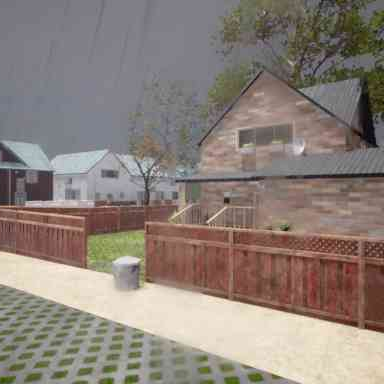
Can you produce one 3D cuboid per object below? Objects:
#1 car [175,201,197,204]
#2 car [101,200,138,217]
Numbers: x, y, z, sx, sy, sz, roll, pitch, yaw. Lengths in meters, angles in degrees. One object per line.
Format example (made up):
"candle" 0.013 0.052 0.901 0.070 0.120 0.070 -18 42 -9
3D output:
"car" -1.001 1.806 39.172 2.128 1.511 4.902 0 0 37
"car" -6.970 1.574 31.203 2.097 1.767 4.553 0 -1 37
